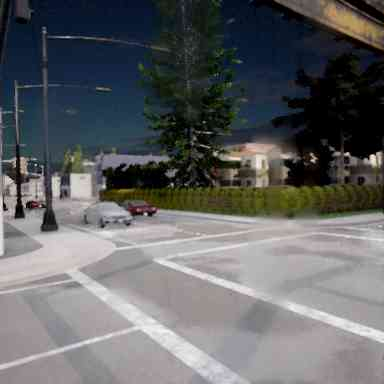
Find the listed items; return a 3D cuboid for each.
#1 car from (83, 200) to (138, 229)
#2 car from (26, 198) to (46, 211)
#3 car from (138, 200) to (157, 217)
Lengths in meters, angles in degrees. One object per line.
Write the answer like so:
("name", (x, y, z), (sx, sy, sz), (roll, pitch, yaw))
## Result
("car", (-5.327, 1.330, 20.558), (1.812, 1.442, 4.674), (-2, 1, -35))
("car", (-17.971, 1.365, 38.678), (1.994, 1.385, 4.181), (-2, 1, -35))
("car", (-4.660, 1.308, 26.032), (1.895, 1.301, 4.718), (-2, 1, -35))
